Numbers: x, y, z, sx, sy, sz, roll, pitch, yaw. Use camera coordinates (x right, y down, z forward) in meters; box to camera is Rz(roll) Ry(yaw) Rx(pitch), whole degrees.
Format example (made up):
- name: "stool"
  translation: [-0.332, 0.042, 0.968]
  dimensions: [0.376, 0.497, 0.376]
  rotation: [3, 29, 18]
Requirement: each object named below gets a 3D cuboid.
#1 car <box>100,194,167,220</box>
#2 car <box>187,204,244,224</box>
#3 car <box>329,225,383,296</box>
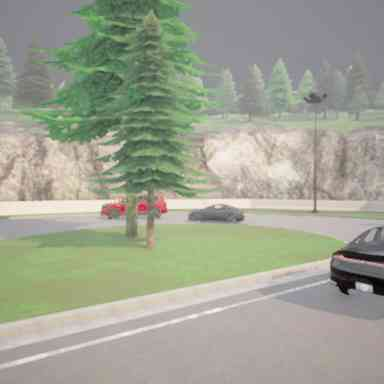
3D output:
- name: "car"
  translation: [-4.842, 1.226, 27.863]
  dimensions: [5.566, 2.045, 2.150]
  rotation: [0, -1, -17]
- name: "car"
  translation: [1.759, 1.571, 24.629]
  dimensions: [4.181, 1.385, 1.994]
  rotation: [0, 0, 17]
- name: "car"
  translation: [5.006, 1.497, 7.470]
  dimensions: [4.902, 1.511, 2.128]
  rotation: [0, 0, -38]
